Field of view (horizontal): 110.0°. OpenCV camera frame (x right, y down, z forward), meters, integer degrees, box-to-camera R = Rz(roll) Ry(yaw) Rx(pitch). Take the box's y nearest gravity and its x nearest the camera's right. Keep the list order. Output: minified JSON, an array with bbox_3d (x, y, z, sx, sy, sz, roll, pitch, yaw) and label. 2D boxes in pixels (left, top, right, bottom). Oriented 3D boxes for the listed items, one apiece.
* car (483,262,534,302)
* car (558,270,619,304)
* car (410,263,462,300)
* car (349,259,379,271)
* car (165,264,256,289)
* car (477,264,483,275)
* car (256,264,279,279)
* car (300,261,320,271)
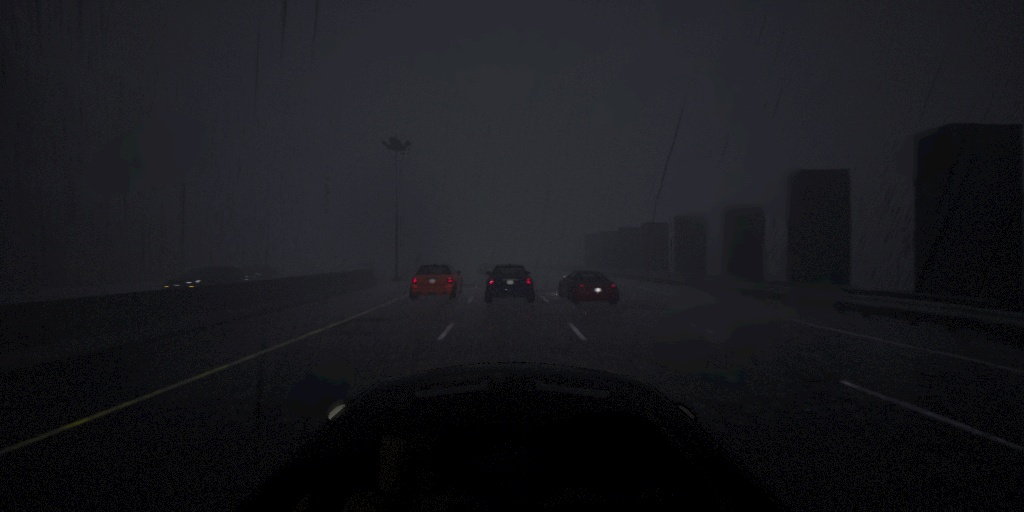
[{"bbox_3d":[-0.186,1.149,17.329,2.097,1.767,4.553,0,0,-3],"label":"car"},{"bbox_3d":[3.375,1.349,16.489,1.994,1.385,4.181,0,0,-3],"label":"car"},{"bbox_3d":[-3.740,1.162,18.394,2.097,1.767,4.553,0,0,-3],"label":"car"},{"bbox_3d":[-17.551,1.447,42.810,1.812,1.442,4.674,0,0,-11],"label":"car"},{"bbox_3d":[-18.192,1.367,21.668,1.837,1.490,4.892,0,-1,-5],"label":"car"},{"bbox_3d":[-2.910,1.441,41.668,1.994,1.385,4.181,0,0,-11],"label":"car"},{"bbox_3d":[-22.748,1.449,31.594,2.033,1.411,5.357,0,0,-8],"label":"car"},{"bbox_3d":[-31.768,1.548,56.630,2.033,1.411,5.357,0,0,-17],"label":"car"}]
